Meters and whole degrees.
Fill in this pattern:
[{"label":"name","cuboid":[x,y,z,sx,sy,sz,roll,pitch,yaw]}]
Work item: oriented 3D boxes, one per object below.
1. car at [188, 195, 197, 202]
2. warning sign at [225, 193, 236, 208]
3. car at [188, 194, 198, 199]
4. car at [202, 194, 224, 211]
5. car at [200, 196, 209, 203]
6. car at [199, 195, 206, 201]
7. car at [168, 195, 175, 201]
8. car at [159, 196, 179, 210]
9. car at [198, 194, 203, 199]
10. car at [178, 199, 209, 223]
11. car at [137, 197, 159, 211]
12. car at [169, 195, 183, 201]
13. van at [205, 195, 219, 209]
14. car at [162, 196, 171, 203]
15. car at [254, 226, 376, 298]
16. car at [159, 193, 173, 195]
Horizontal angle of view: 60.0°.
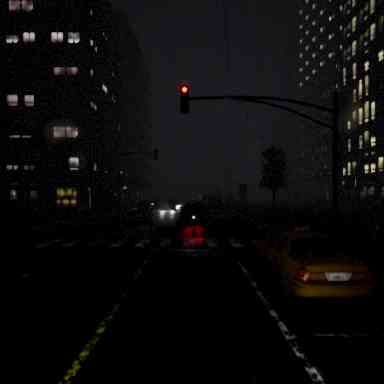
[{"label":"car","cuboid":[0.103,1.515,79.873,2.128,1.511,4.902,0,0,0]},{"label":"warning sign","cuboid":[5.129,1.135,43.929,1.300,1.860,1.060,0,0,0]},{"label":"car","cuboid":[0.089,1.549,69.455,2.128,1.511,4.902,0,0,0]},{"label":"car","cuboid":[2.738,1.331,40.676,2.192,1.841,5.009,0,0,0]},{"label":"car","cuboid":[2.781,1.610,73.835,1.887,1.381,4.507,0,0,0]},{"label":"car","cuboid":[2.803,1.624,90.585,1.752,1.417,4.829,0,0,0]},{"label":"car","cuboid":[-5.578,1.623,90.256,1.752,1.417,4.829,0,0,0]},{"label":"car","cuboid":[-3.043,1.581,41.894,1.994,1.385,4.181,0,0,0]},{"label":"car","cuboid":[2.766,1.361,62.781,2.192,1.841,5.009,0,0,0]},{"label":"car","cuboid":[0.123,1.526,25.964,1.837,1.490,4.892,0,0,0]},{"label":"car","cuboid":[-5.641,1.567,40.686,2.008,1.369,4.403,0,0,0]},{"label":"car","cuboid":[-3.005,1.638,57.500,1.895,1.301,4.718,0,0,0]},{"label":"van","cuboid":[2.745,1.363,46.202,1.690,1.788,3.998,0,0,0]},{"label":"car","cuboid":[-5.599,1.647,73.846,1.802,1.307,4.206,0,0,0]},{"label":"car","cuboid":[2.697,1.526,8.433,1.752,1.417,4.829,0,0,0]},{"label":"car","cuboid":[-5.607,1.496,68.319,1.967,1.590,4.097,0,0,0]}]
